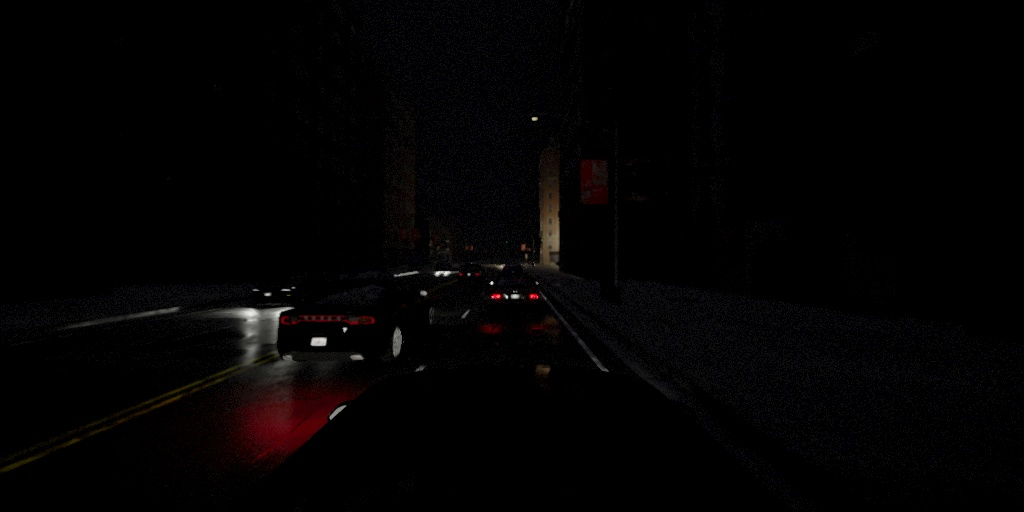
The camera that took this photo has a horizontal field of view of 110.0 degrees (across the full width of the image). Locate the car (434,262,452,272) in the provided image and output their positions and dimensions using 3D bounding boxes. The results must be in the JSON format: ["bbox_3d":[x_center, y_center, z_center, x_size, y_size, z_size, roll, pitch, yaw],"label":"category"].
[{"bbox_3d":[-9.849,1.528,51.685,1.994,1.385,4.181,0,0,0],"label":"car"}]

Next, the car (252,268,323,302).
[{"bbox_3d":[-9.853,1.319,16.878,1.837,1.490,4.892,0,0,0],"label":"car"}]

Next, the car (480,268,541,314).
[{"bbox_3d":[0.098,1.349,13.944,2.033,1.411,5.357,0,0,0],"label":"car"}]

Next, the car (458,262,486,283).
[{"bbox_3d":[-3.157,1.412,28.843,2.033,1.411,5.357,0,0,0],"label":"car"}]

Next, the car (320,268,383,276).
[{"bbox_3d":[-6.604,1.339,16.553,1.812,1.442,4.674,0,0,0],"label":"car"}]

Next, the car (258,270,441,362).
[{"bbox_3d":[-3.158,1.256,8.341,1.882,1.535,5.008,0,0,0],"label":"car"}]

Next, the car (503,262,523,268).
[{"bbox_3d":[0.090,1.372,35.802,1.882,1.535,5.008,0,0,0],"label":"car"}]

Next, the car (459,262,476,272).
[{"bbox_3d":[-6.593,1.535,53.115,1.994,1.385,4.181,0,0,0],"label":"car"}]
